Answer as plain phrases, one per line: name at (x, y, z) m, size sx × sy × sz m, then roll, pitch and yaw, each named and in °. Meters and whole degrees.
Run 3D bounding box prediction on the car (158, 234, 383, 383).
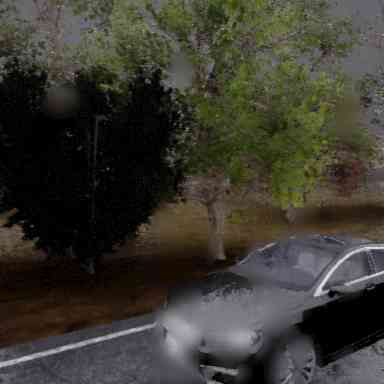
car at (1.873, 1.466, 5.076) m, size 4.902 × 1.511 × 2.128 m, roll 0°, pitch 0°, yaw -33°
